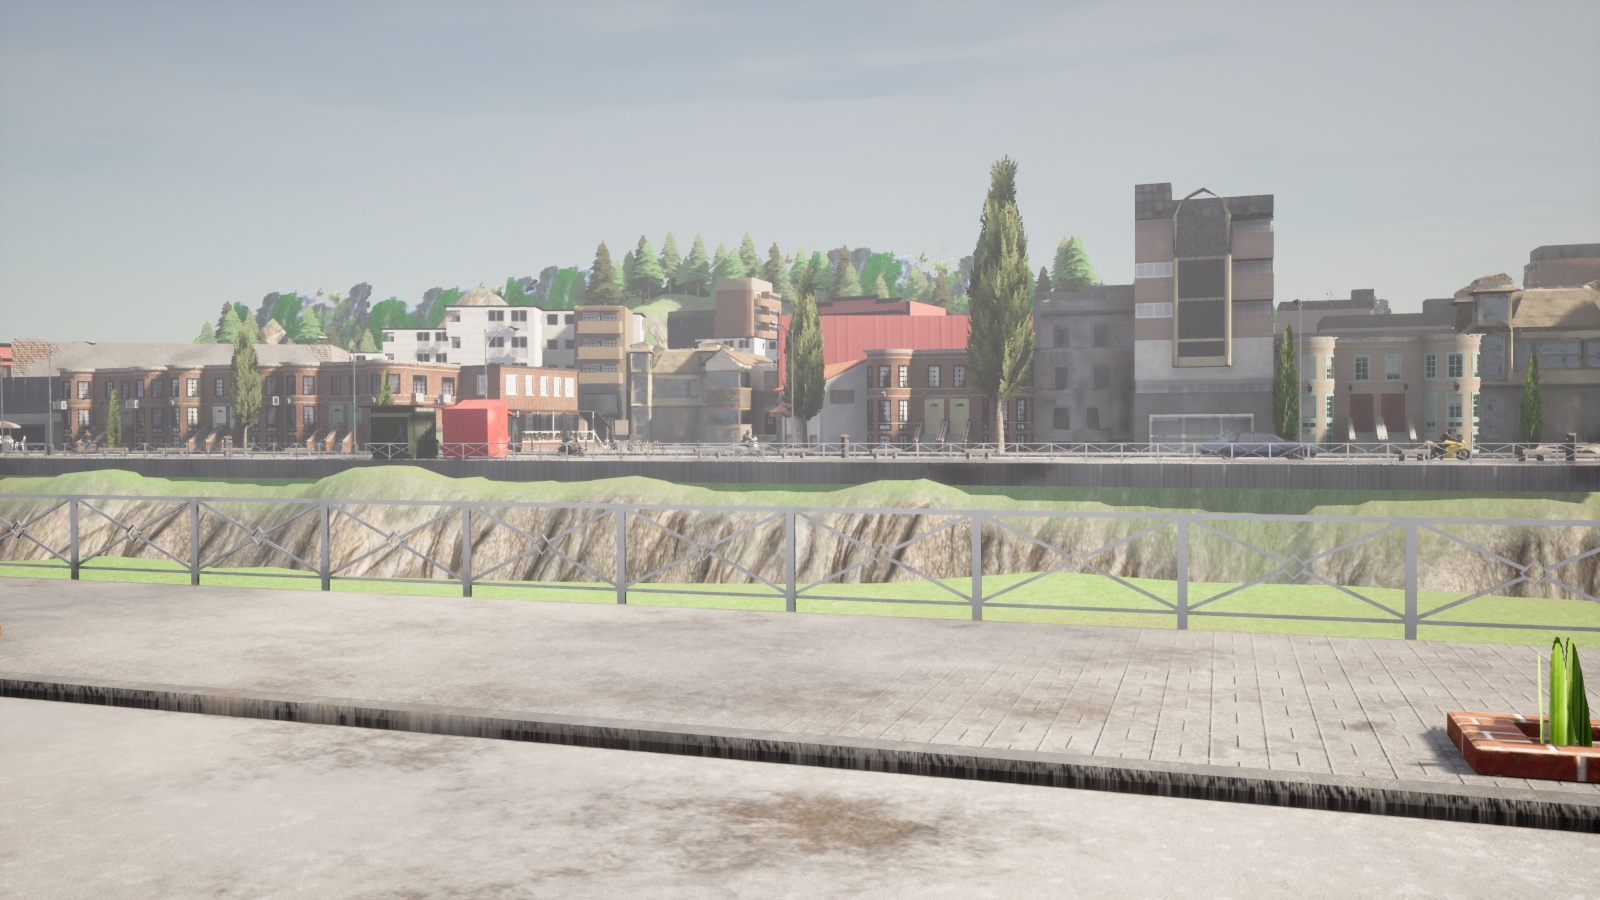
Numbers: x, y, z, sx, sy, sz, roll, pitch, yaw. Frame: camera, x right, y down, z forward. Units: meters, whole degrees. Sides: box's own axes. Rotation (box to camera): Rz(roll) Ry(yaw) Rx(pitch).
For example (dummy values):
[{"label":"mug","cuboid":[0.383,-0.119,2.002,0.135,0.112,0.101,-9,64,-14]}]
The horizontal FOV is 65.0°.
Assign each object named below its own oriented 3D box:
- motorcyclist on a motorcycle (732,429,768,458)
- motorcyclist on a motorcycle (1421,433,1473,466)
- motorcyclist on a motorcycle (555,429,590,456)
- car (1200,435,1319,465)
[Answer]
[{"label":"motorcyclist on a motorcycle","cuboid":[-2.787,-0.347,69.758,1.817,1.590,0.866,1,1,19]},{"label":"motorcyclist on a motorcycle","cuboid":[30.216,-0.017,58.671,2.044,1.523,0.797,1,1,19]},{"label":"motorcyclist on a motorcycle","cuboid":[-13.258,-0.443,73.276,1.817,1.590,0.866,1,1,19]},{"label":"car","cuboid":[22.349,-0.025,61.316,5.357,1.411,2.033,1,1,19]}]
